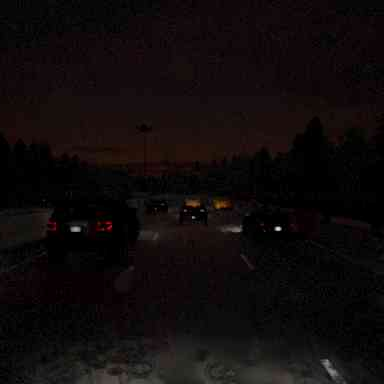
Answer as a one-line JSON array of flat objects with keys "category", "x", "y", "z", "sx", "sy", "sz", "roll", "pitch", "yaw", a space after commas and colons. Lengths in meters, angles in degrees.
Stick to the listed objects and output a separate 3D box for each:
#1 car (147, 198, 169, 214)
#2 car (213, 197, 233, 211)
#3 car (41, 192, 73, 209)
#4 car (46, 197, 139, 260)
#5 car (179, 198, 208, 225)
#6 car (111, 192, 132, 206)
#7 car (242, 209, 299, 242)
[{"category": "car", "x": -3.408, "y": 1.365, "z": 33.619, "sx": 2.128, "sy": 1.511, "sz": 4.902, "roll": 0, "pitch": 0, "yaw": 0}, {"category": "car", "x": 3.564, "y": 1.333, "z": 38.748, "sx": 1.882, "sy": 1.535, "sz": 5.008, "roll": 0, "pitch": 0, "yaw": -1}, {"category": "car", "x": -17.694, "y": 1.058, "z": 43.953, "sx": 2.150, "sy": 2.045, "sz": 5.566, "roll": 0, "pitch": 0, "yaw": -1}, {"category": "car", "x": -3.401, "y": 1.175, "z": 12.399, "sx": 2.150, "sy": 2.045, "sz": 5.566, "roll": 0, "pitch": 0, "yaw": 0}, {"category": "car", "x": 0.097, "y": 1.404, "z": 23.543, "sx": 2.128, "sy": 1.511, "sz": 4.902, "roll": 0, "pitch": 0, "yaw": 0}, {"category": "car", "x": -10.861, "y": 1.027, "z": 51.674, "sx": 2.150, "sy": 2.045, "sz": 5.566, "roll": 0, "pitch": 0, "yaw": -1}, {"category": "car", "x": 3.599, "y": 1.504, "z": 15.909, "sx": 1.994, "sy": 1.385, "sz": 4.181, "roll": 0, "pitch": 0, "yaw": 0}]
